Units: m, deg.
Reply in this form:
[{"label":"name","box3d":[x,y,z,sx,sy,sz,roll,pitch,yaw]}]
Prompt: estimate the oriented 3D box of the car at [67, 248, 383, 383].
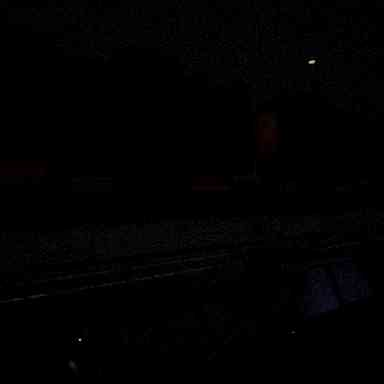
[{"label":"car","box3d":[1.237,1.555,4.576,5.357,1.411,2.033,0,0,-36]}]
